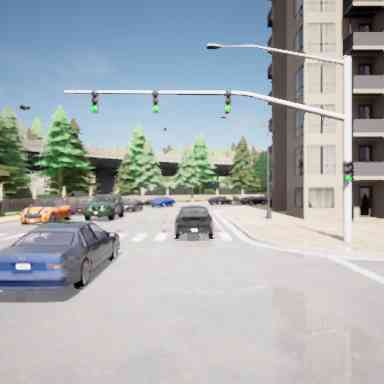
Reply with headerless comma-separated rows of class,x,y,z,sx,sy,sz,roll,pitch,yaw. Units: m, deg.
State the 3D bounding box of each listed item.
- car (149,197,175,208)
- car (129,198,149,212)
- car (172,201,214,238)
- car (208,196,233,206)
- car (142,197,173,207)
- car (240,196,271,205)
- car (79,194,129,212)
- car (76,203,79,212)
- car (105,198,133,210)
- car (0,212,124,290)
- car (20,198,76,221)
car,-4.076,1.413,47.400,1.882,1.535,5.008,0,0,21
car,-6.792,1.443,37.273,2.128,1.511,4.902,0,0,6
car,0.103,1.454,17.336,1.837,1.490,4.892,0,0,0
car,4.672,1.409,54.296,1.837,1.490,4.892,0,0,43
car,-5.390,1.482,52.477,2.033,1.411,5.357,0,0,30
car,10.030,1.381,54.441,4.902,1.511,2.128,0,0,-37
car,-7.043,1.182,27.264,2.150,2.045,5.566,0,0,1
car,-10.445,1.529,32.928,1.994,1.385,4.181,0,0,1
car,-9.338,1.479,42.887,1.812,1.442,4.674,0,0,12
car,-3.393,1.523,9.189,2.033,1.411,5.357,0,0,0
car,-10.564,1.325,24.288,2.097,1.767,4.553,0,0,0
